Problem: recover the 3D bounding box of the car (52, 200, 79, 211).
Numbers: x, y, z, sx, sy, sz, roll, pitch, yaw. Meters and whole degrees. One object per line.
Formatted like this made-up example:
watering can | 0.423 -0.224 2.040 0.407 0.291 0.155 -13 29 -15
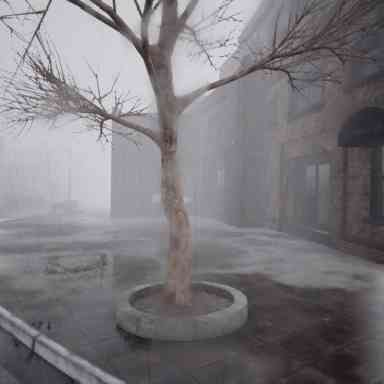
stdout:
car | -16.915 1.734 44.386 1.812 1.442 4.674 1 0 8
